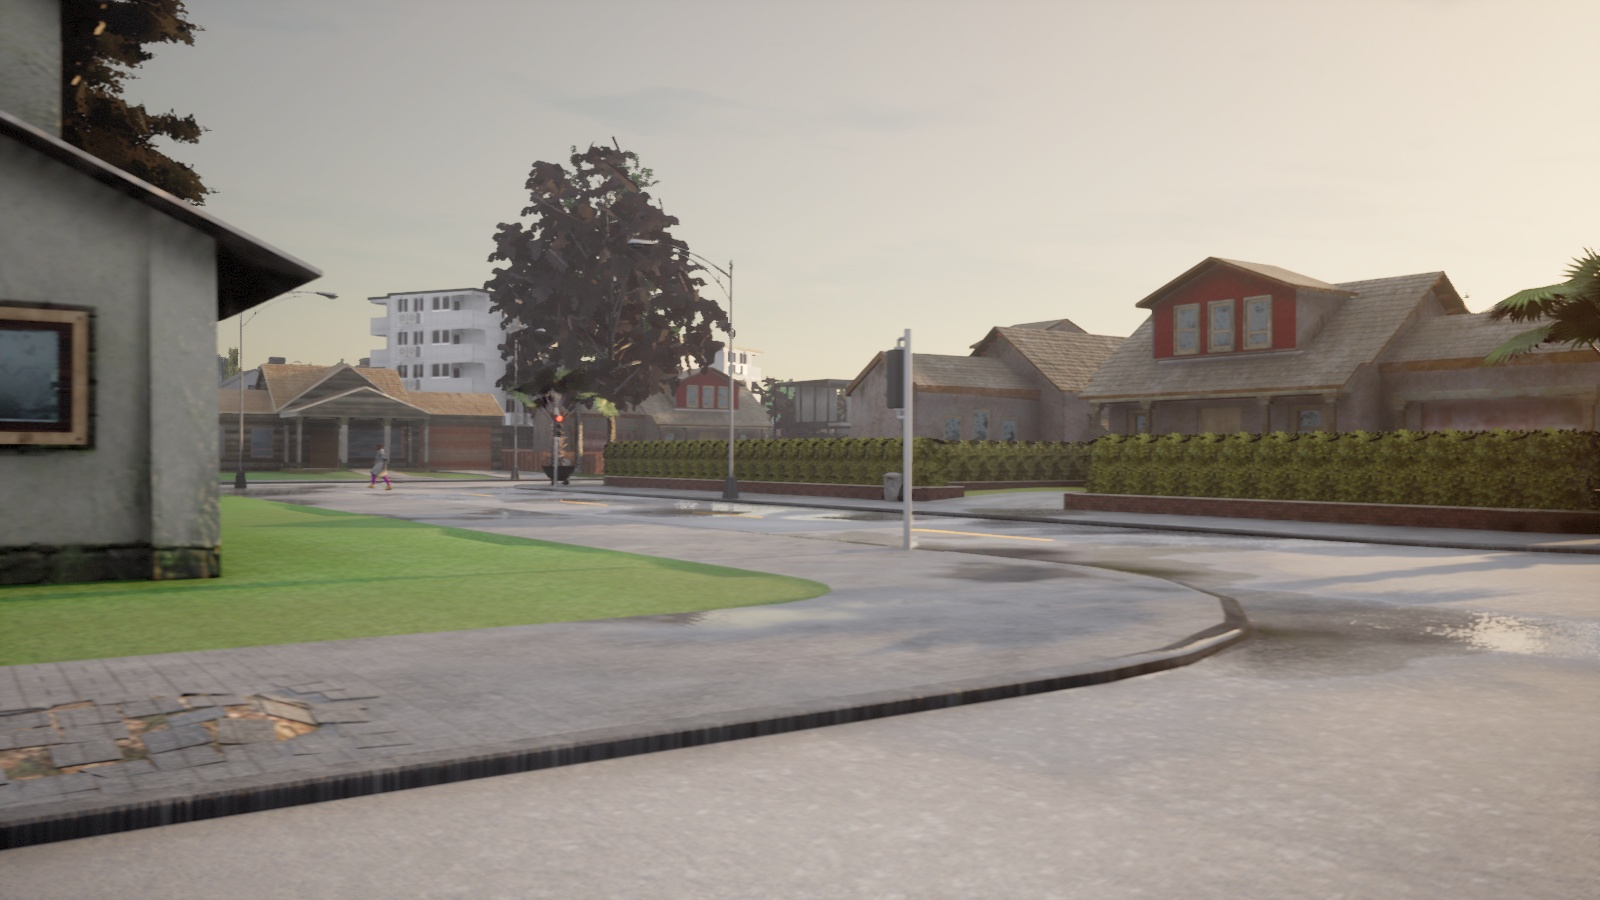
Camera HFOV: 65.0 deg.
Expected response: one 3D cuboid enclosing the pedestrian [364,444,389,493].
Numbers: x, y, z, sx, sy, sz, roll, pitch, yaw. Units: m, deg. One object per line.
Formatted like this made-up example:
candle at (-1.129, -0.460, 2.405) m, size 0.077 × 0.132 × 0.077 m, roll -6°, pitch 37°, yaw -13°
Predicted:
pedestrian at (-16.697, 0.726, 49.554) m, size 0.873 × 1.952 × 0.659 m, roll 0°, pitch 0°, yaw -14°
